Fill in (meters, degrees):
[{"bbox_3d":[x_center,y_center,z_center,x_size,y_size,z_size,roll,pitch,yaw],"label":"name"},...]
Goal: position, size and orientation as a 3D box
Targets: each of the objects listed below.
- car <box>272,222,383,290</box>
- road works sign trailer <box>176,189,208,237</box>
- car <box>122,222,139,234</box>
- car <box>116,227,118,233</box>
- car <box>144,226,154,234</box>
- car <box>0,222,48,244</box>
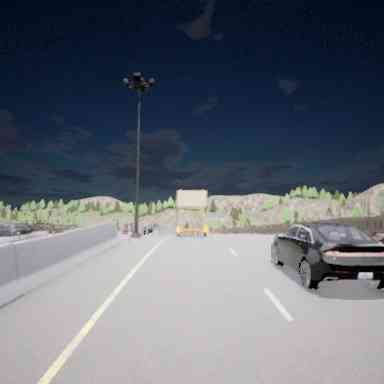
[{"bbox_3d":[3.598,1.595,9.319,2.128,1.511,4.902,0,-2,0],"label":"car"},{"bbox_3d":[-0.005,1.543,24.952,2.380,3.560,2.880,0,-5,0],"label":"road works sign trailer"},{"bbox_3d":[-10.547,6.137,57.114,2.150,2.045,5.566,0,-7,1],"label":"car"},{"bbox_3d":[-14.049,6.407,57.121,2.128,1.511,4.902,0,-7,1],"label":"car"},{"bbox_3d":[-7.043,6.464,57.133,2.033,1.411,5.357,0,-7,1],"label":"car"},{"bbox_3d":[-7.103,1.798,12.105,1.895,1.301,4.718,0,-2,0],"label":"car"}]
